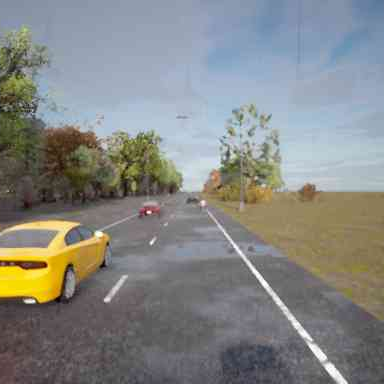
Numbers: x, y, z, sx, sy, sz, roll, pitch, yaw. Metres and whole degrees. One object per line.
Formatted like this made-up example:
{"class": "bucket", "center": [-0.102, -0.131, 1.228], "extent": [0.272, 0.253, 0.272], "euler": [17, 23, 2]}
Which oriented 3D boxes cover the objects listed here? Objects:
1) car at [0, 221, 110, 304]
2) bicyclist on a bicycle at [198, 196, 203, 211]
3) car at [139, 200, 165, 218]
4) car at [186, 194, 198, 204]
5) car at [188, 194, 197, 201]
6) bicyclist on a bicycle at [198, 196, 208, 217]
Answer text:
{"class": "car", "center": [-3.399, 1.447, 8.153], "extent": [1.882, 1.535, 5.008], "euler": [0, 0, 0]}
{"class": "bicyclist on a bicycle", "center": [0.974, 1.309, 38.842], "extent": [0.582, 1.620, 1.656], "euler": [0, 0, 0]}
{"class": "car", "center": [-3.393, 1.420, 28.604], "extent": [1.812, 1.442, 4.674], "euler": [0, 0, 0]}
{"class": "car", "center": [0.049, 1.137, 58.319], "extent": [2.097, 1.767, 4.553], "euler": [0, 0, 1]}
{"class": "car", "center": [0.021, 1.277, 75.668], "extent": [1.994, 1.385, 4.181], "euler": [0, 0, 0]}
{"class": "bicyclist on a bicycle", "center": [0.970, 1.330, 28.996], "extent": [0.866, 1.612, 1.509], "euler": [0, -1, 0]}
